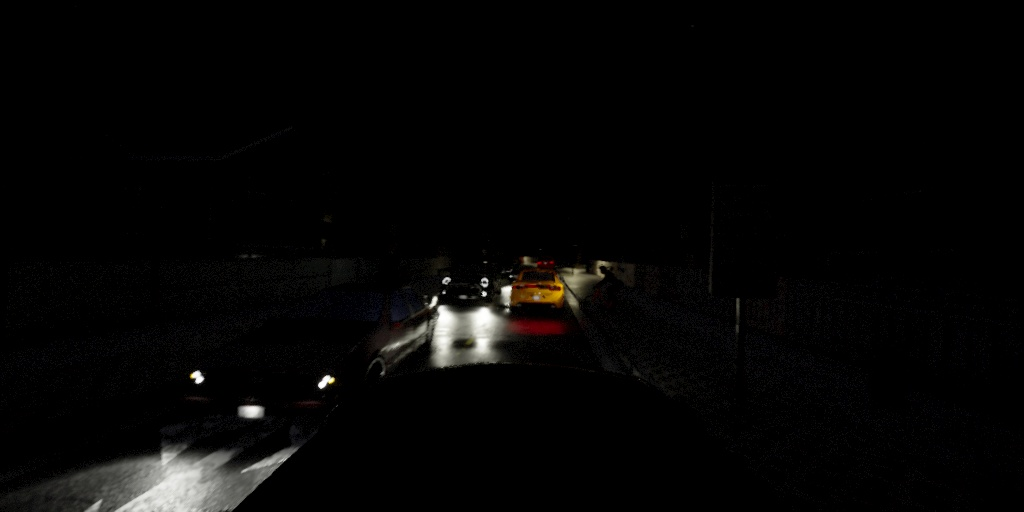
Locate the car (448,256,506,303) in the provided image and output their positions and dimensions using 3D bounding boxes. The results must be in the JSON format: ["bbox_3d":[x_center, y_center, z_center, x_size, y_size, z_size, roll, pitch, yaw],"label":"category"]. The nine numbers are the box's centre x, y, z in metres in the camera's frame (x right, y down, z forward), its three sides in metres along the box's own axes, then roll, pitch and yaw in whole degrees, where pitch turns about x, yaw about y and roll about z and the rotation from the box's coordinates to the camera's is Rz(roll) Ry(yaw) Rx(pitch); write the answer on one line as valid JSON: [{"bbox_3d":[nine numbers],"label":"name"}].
[{"bbox_3d":[-1.706,1.031,16.287,2.097,1.767,4.553,2,0,5],"label":"car"}]

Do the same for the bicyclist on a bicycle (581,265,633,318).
[{"bbox_3d":[3.003,1.128,11.315,1.656,1.620,0.582,1,0,5],"label":"bicyclist on a bicycle"}]

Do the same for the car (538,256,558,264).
[{"bbox_3d":[4.530,1.025,46.976,2.150,2.045,5.566,2,0,9],"label":"car"}]

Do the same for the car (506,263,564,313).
[{"bbox_3d":[1.046,1.240,14.382,1.882,1.535,5.008,2,0,5],"label":"car"}]

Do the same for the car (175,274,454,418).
[{"bbox_3d":[-2.621,1.213,6.348,2.033,1.411,5.357,2,0,1],"label":"car"}]

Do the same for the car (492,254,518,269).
[{"bbox_3d":[-0.751,0.912,26.932,2.150,2.045,5.566,2,0,5],"label":"car"}]
